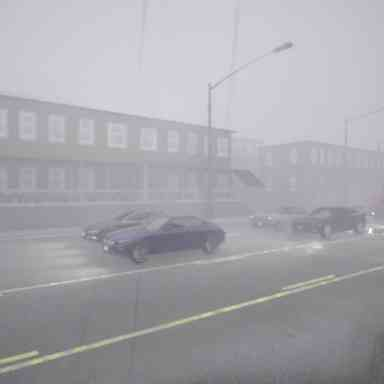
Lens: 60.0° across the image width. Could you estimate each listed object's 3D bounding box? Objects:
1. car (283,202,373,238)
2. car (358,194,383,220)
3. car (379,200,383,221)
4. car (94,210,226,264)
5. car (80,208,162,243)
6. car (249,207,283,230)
[{"bbox_3d":[7.380,1.474,17.830,5.008,1.535,1.882,0,0,-35],"label":"car"},{"bbox_3d":[15.558,1.214,27.937,5.566,2.045,2.150,0,0,-35],"label":"car"},{"bbox_3d":[15.674,1.499,23.738,4.892,1.490,1.837,0,0,-35],"label":"car"},{"bbox_3d":[-0.845,1.525,11.975,4.674,1.442,1.812,0,0,-35],"label":"car"},{"bbox_3d":[-2.519,1.504,15.077,4.892,1.490,1.837,0,0,-35],"label":"car"},{"bbox_3d":[5.840,1.597,21.029,4.718,1.301,1.895,0,0,-35],"label":"car"}]
